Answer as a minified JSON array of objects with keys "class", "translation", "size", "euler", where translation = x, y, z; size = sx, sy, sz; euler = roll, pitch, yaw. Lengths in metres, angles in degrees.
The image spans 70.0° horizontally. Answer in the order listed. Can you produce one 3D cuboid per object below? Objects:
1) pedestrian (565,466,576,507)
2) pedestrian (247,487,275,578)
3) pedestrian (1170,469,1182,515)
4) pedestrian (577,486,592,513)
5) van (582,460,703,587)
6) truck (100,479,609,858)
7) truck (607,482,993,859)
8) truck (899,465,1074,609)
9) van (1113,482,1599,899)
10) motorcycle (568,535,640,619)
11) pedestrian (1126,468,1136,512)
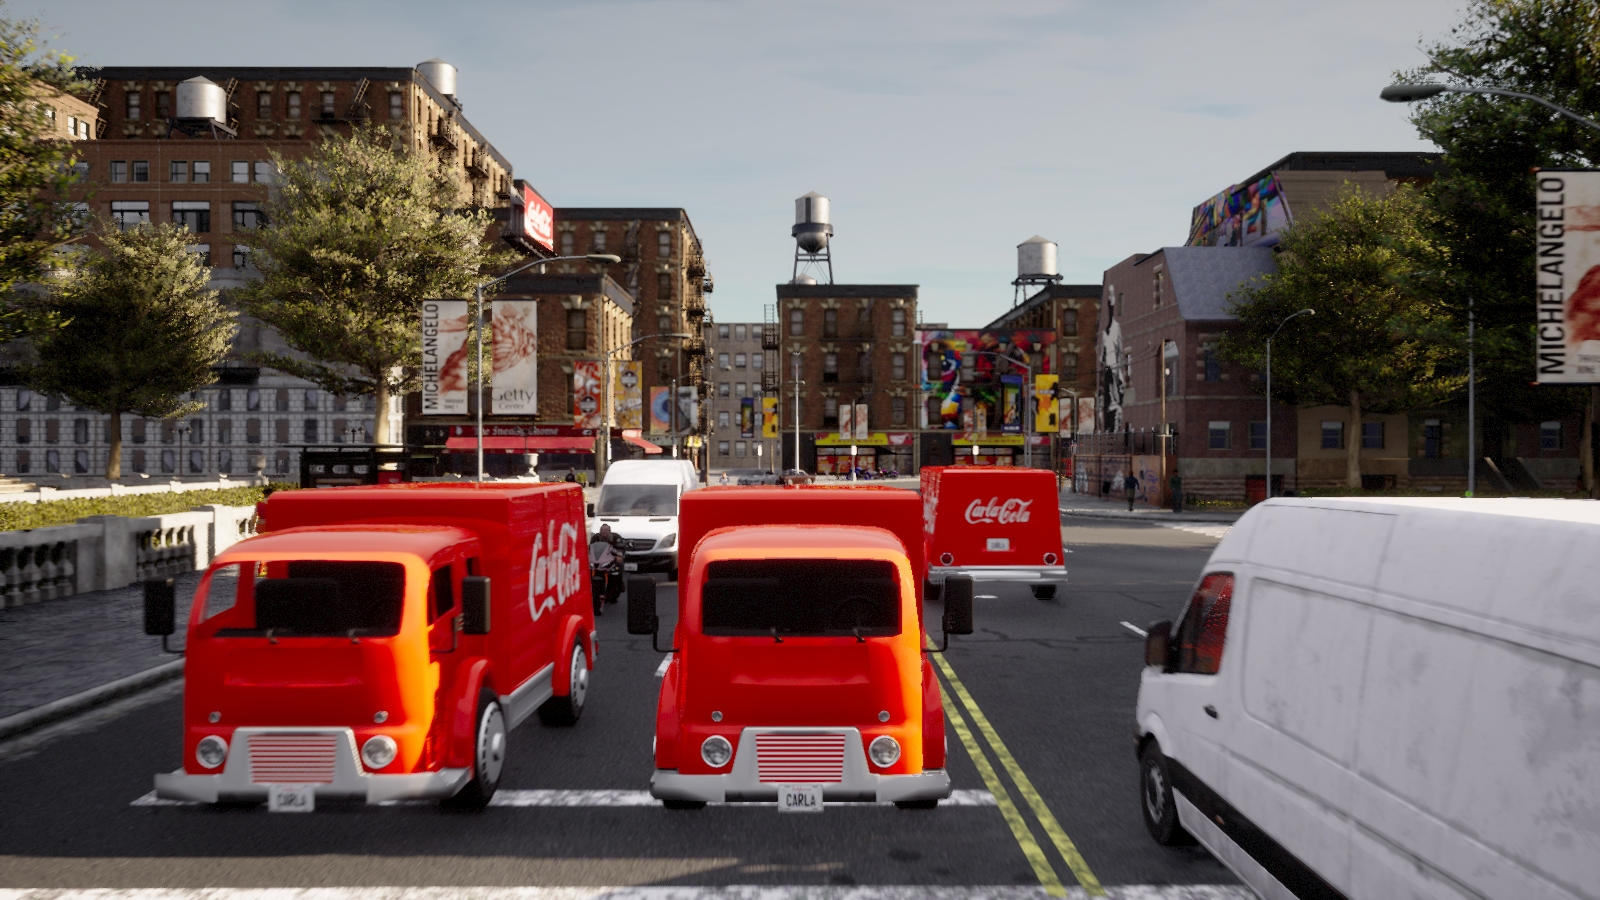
[{"class":"pedestrian","translation":[-10.605,1.694,52.819],"size":[0.375,1.860,0.375],"euler":[0,0,10]},{"class":"pedestrian","translation":[-11.184,1.695,23.723],"size":[0.375,1.860,0.375],"euler":[0,0,14]},{"class":"pedestrian","translation":[15.334,1.694,46.621],"size":[0.375,1.860,0.375],"euler":[0,0,-3]},{"class":"pedestrian","translation":[-8.992,2.074,47.605],"size":[0.500,1.100,0.500],"euler":[0,0,5]},{"class":"van","translation":[-3.491,1.534,26.434],"size":[1.988,2.561,5.915],"euler":[0,0,0]},{"class":"truck","translation":[-3.498,1.567,10.455],"size":[2.627,2.467,5.204],"euler":[0,0,0]},{"class":"truck","translation":[-0.001,1.574,10.403],"size":[2.627,2.467,5.204],"euler":[0,0,0]},{"class":"truck","translation":[3.498,1.565,22.669],"size":[2.627,2.467,5.204],"euler":[0,0,0]},{"class":"van","translation":[3.509,1.534,6.234],"size":[1.988,2.561,5.915],"euler":[0,0,0]},{"class":"motorcycle","translation":[-3.431,2.204,20.205],"size":[0.867,1.251,2.209],"euler":[0,0,1]},{"class":"pedestrian","translation":[13.968,1.694,48.246],"size":[0.375,1.860,0.375],"euler":[0,0,11]}]
